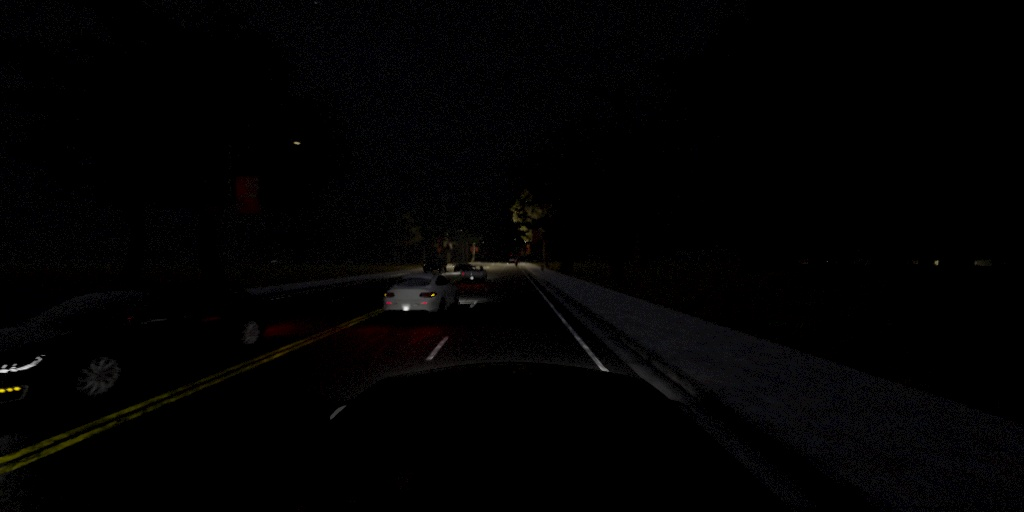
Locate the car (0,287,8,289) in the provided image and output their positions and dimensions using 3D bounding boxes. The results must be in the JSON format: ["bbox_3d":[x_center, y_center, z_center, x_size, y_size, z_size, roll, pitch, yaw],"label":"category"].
[{"bbox_3d":[-9.850,1.291,6.039,1.812,1.442,4.674,0,0,0],"label":"car"}]

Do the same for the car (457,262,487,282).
[{"bbox_3d":[-3.155,1.462,30.361,1.895,1.301,4.718,0,0,0],"label":"car"}]

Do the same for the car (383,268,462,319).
[{"bbox_3d":[-3.149,1.318,12.965,1.812,1.442,4.674,0,0,0],"label":"car"}]

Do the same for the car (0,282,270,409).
[{"bbox_3d":[-6.601,1.272,6.426,1.837,1.490,4.892,0,0,0],"label":"car"}]

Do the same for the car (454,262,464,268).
[{"bbox_3d":[-6.574,1.503,48.047,1.994,1.385,4.181,0,0,0],"label":"car"}]

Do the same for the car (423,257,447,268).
[{"bbox_3d":[-9.832,1.152,46.157,2.150,2.045,5.566,0,0,0],"label":"car"}]
